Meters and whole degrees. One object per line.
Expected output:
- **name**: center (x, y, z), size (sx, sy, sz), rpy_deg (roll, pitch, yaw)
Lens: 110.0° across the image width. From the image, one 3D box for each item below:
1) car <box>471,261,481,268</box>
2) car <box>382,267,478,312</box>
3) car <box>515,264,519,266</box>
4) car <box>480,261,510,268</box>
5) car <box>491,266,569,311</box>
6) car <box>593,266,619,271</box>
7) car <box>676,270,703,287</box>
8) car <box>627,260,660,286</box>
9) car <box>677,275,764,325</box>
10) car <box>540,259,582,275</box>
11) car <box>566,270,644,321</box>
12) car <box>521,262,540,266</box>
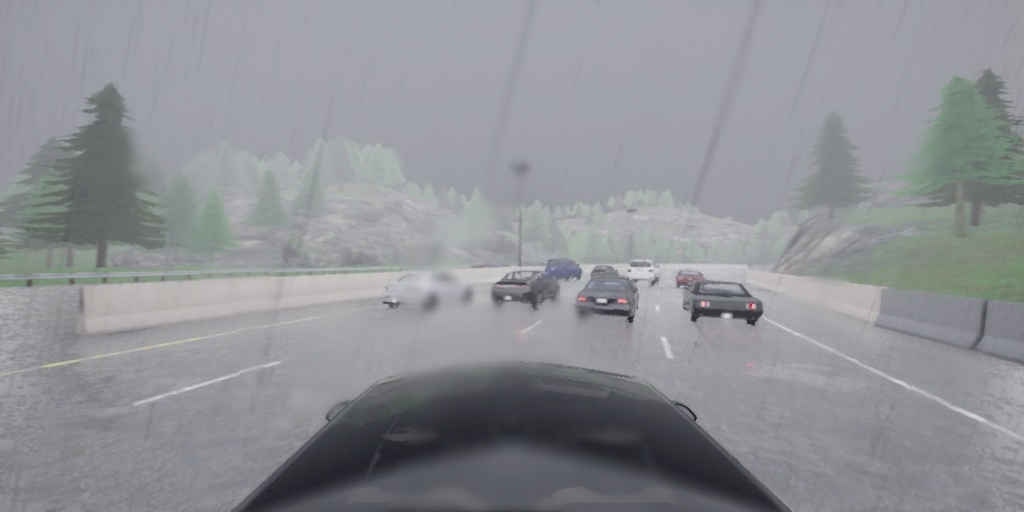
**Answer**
- **car**: center (-5.034, 1.637, 59.249), size (1.882, 1.535, 5.008), rpy_deg (0, -1, 32)
- **car**: center (-3.285, 1.341, 14.707), size (1.812, 1.442, 4.674), rpy_deg (1, 0, 21)
- **car**: center (1.982, 1.723, 57.252), size (2.128, 1.511, 4.902), rpy_deg (0, -1, 32)
- **car**: center (-2.222, 1.725, 57.178), size (2.033, 1.411, 5.357), rpy_deg (0, -1, 32)
- **car**: center (0.770, 1.365, 15.479), size (2.128, 1.511, 4.902), rpy_deg (1, 0, 21)
- **car**: center (8.542, 1.619, 32.976), size (1.837, 1.490, 4.892), rpy_deg (0, 0, 27)
- **car**: center (13.742, 1.735, 27.746), size (1.895, 1.301, 4.718), rpy_deg (0, -1, 26)
- **car**: center (11.195, 1.348, 30.497), size (2.150, 2.045, 5.566), rpy_deg (0, 0, 26)
- **car**: center (7.232, 1.531, 12.814), size (1.895, 1.301, 4.718), rpy_deg (1, -1, 21)
- **car**: center (4.880, 1.294, 33.512), size (2.150, 2.045, 5.566), rpy_deg (0, 0, 26)
- **car**: center (3.644, 1.437, 13.245), size (2.033, 1.411, 5.357), rpy_deg (1, 0, 21)
- **car**: center (3.699, 1.723, 53.419), size (1.837, 1.490, 4.892), rpy_deg (0, 0, 32)
